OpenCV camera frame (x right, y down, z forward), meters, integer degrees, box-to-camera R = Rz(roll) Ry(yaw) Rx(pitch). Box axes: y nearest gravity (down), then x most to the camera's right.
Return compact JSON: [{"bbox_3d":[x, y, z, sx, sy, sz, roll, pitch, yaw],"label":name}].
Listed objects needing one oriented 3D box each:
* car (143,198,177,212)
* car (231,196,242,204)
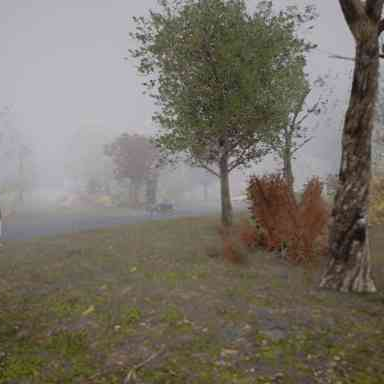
[{"bbox_3d":[-3.514,1.473,37.782,1.837,1.490,4.892,-1,0,31],"label":"car"},{"bbox_3d":[8.348,1.300,57.517,1.882,1.535,5.008,-1,0,31],"label":"car"}]
